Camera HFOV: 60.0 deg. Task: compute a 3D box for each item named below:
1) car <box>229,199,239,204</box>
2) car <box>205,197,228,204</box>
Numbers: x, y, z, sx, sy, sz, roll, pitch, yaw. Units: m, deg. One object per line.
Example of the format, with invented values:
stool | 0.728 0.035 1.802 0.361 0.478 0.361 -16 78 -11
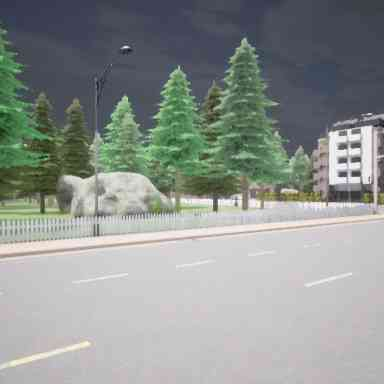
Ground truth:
car | 6.818 1.653 63.475 1.895 1.301 4.718 0 0 -34
car | 3.901 1.600 61.540 2.033 1.411 5.357 0 0 -34
